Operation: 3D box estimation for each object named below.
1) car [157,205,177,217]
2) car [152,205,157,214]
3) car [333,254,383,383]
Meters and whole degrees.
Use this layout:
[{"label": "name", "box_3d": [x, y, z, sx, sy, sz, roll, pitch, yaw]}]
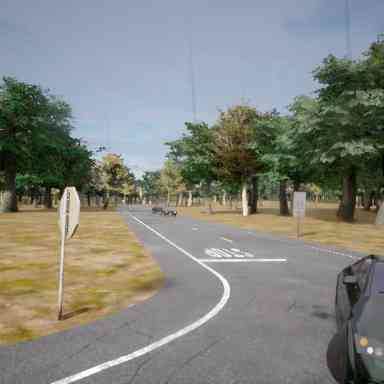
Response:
[{"label": "car", "box_3d": [-3.470, 2.851, 48.049, 1.895, 1.301, 4.718, 3, -2, -13]}, {"label": "car", "box_3d": [-5.728, 2.962, 56.896, 1.882, 1.535, 5.008, 3, -2, -14]}, {"label": "car", "box_3d": [3.124, 1.643, 4.647, 1.994, 1.385, 4.181, 1, -1, 22]}]
